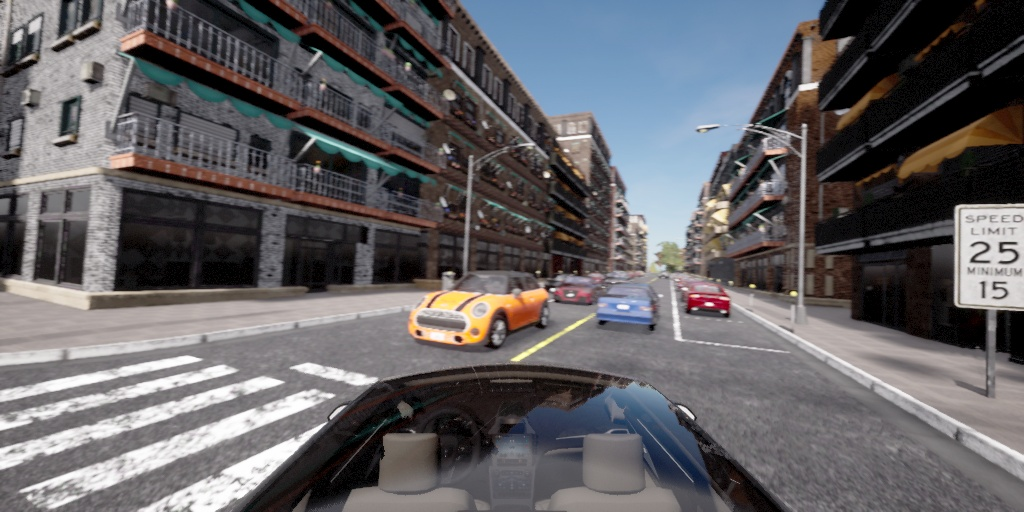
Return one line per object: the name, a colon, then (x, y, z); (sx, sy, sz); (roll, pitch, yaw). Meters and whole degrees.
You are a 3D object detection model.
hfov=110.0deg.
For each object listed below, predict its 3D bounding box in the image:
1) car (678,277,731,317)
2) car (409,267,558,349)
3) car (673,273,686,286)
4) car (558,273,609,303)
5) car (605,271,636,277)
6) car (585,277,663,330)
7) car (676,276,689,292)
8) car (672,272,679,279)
car: (9.027, 1.941, 16.850); (1.888, 1.381, 4.507); (0, 0, 24)
car: (-0.597, 1.177, 9.577); (2.097, 1.767, 4.553); (2, -1, 25)
car: (15.809, 2.556, 32.408); (1.888, 1.381, 4.507); (0, 0, 24)
car: (3.610, 1.765, 19.037); (1.994, 1.385, 4.181); (2, -1, 24)
car: (9.903, 2.257, 33.242); (2.128, 1.511, 4.902); (2, -1, 24)
car: (4.317, 1.657, 12.967); (2.033, 1.411, 5.357); (2, -1, 24)
car: (11.246, 2.181, 22.055); (1.802, 1.307, 4.207); (0, 0, 24)
car: (20.377, 2.972, 42.761); (2.007, 1.370, 4.403); (0, 0, 24)
